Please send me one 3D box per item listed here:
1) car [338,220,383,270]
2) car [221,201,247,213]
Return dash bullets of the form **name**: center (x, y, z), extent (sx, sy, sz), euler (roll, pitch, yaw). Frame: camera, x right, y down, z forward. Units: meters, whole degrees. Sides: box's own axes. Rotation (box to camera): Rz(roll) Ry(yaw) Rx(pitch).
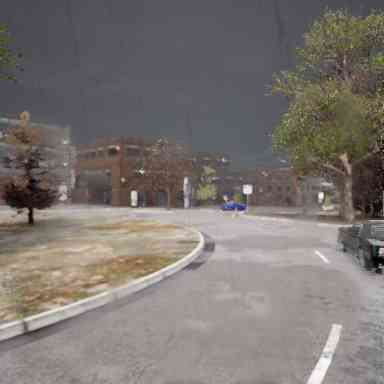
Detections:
- **car**: center (6.049, 1.561, 10.636), extent (1.895, 1.301, 4.718), euler (0, 0, 13)
- **car**: center (5.773, 1.967, 44.430), extent (1.882, 1.535, 5.008), euler (-1, -4, 36)
